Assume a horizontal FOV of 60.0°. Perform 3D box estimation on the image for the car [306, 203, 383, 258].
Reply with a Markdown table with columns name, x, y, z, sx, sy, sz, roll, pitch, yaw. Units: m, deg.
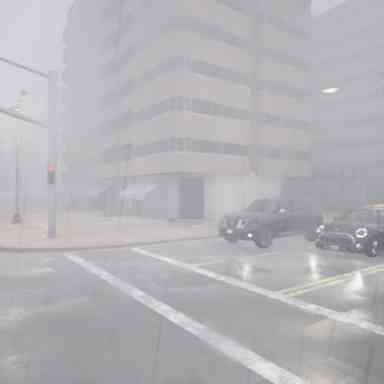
| name | x | y | z | sx | sy | sz | roll | pitch | yaw |
| --- | --- | --- | --- | --- | --- | --- | --- | --- | --- |
| car | 6.938 | 1.410 | 13.248 | 4.553 | 1.767 | 2.097 | 0 | 0 | -35 |

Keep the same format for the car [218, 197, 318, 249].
| name | x | y | z | sx | sy | sz | roll | pitch | yaw |
| --- | --- | --- | --- | --- | --- | --- | --- | --- | --- |
| car | 3.808 | 1.276 | 15.312 | 5.566 | 2.045 | 2.150 | 0 | 0 | -36 |

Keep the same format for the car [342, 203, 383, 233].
| name | x | y | z | sx | sy | sz | roll | pitch | yaw |
| --- | --- | --- | --- | --- | --- | --- | --- | --- | --- |
| car | 11.703 | 1.540 | 20.949 | 5.008 | 1.535 | 1.882 | 0 | 0 | -36 |
